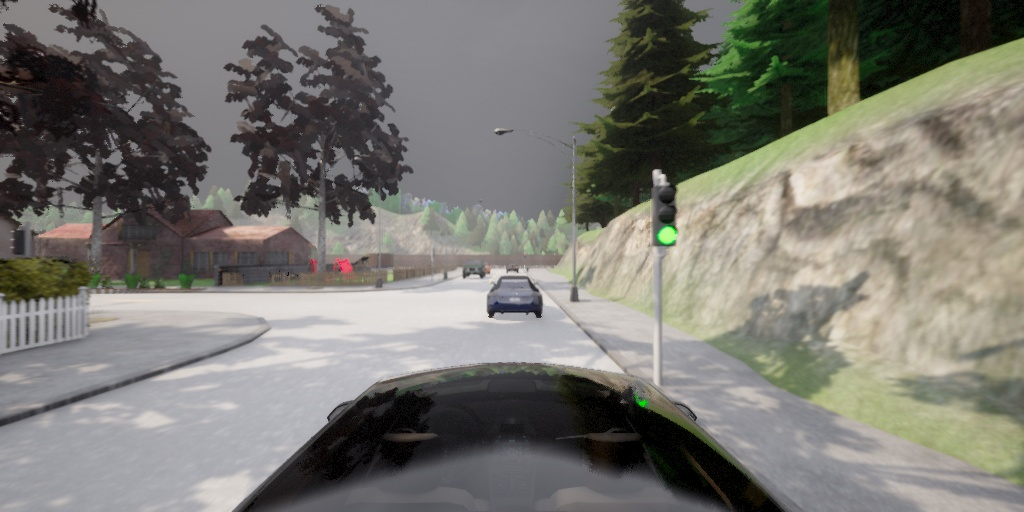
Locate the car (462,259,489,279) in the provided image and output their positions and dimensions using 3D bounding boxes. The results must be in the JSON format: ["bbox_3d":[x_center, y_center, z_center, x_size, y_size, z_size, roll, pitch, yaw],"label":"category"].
[{"bbox_3d":[-4.105,1.375,39.506,2.150,2.045,5.566,0,-1,0],"label":"car"}]

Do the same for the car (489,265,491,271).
[{"bbox_3d":[-4.088,1.610,49.332,2.097,1.767,4.553,0,-1,0],"label":"car"}]

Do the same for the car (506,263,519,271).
[{"bbox_3d":[0.090,1.802,52.982,1.837,1.490,4.892,0,-1,0],"label":"car"}]

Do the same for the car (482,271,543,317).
[{"bbox_3d":[0.096,1.444,13.934,1.994,1.385,4.181,0,-1,0],"label":"car"}]
